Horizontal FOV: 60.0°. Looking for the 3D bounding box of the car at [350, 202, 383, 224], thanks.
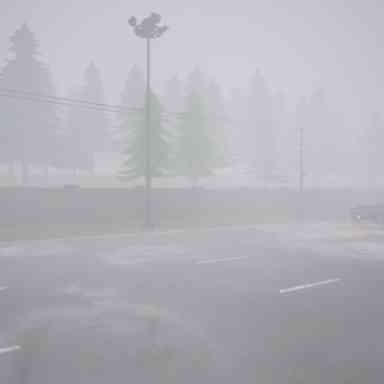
[{"bbox_3d":[13.790,1.480,24.615,4.892,1.490,1.837,0,0,-31],"label":"car"}]
